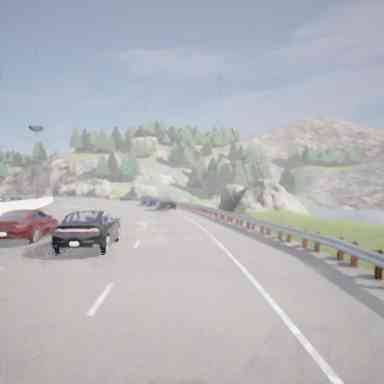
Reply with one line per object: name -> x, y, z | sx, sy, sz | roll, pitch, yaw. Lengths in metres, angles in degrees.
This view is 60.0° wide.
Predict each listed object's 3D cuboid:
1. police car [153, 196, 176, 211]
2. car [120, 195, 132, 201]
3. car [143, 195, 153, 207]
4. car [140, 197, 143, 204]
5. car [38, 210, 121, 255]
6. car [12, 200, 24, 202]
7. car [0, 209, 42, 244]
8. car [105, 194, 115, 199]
police car -> -3.137, 1.348, 39.428 | 1.930, 1.638, 5.238 | 0, 0, -12
car -> -14.835, 1.336, 74.022 | 1.895, 1.301, 4.718 | 0, 0, -23
car -> -5.654, 1.383, 49.954 | 1.882, 1.535, 5.008 | 0, 0, -15
car -> -7.453, 1.247, 56.232 | 2.097, 1.767, 4.553 | 0, 0, -17
car -> -4.017, 1.472, 13.259 | 2.128, 1.511, 4.902 | 0, 0, -4
car -> -33.721, 1.451, 64.391 | 2.128, 1.511, 4.902 | 0, 0, -21
car -> -7.726, 1.510, 15.566 | 1.812, 1.442, 4.674 | 0, 0, -5
car -> -22.173, 1.150, 89.888 | 1.882, 1.535, 5.008 | 0, 0, -29
